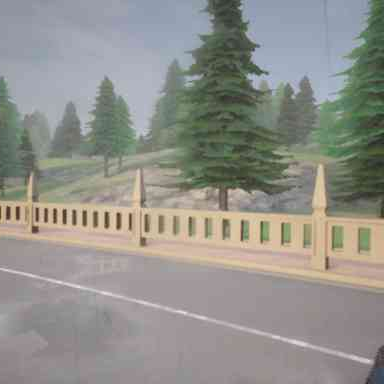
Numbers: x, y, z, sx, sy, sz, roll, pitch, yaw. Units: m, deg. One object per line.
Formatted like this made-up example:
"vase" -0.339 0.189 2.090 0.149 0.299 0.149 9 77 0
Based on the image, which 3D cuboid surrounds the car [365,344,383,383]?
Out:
"car" 3.622 1.579 1.329 5.357 1.411 2.033 1 1 35
